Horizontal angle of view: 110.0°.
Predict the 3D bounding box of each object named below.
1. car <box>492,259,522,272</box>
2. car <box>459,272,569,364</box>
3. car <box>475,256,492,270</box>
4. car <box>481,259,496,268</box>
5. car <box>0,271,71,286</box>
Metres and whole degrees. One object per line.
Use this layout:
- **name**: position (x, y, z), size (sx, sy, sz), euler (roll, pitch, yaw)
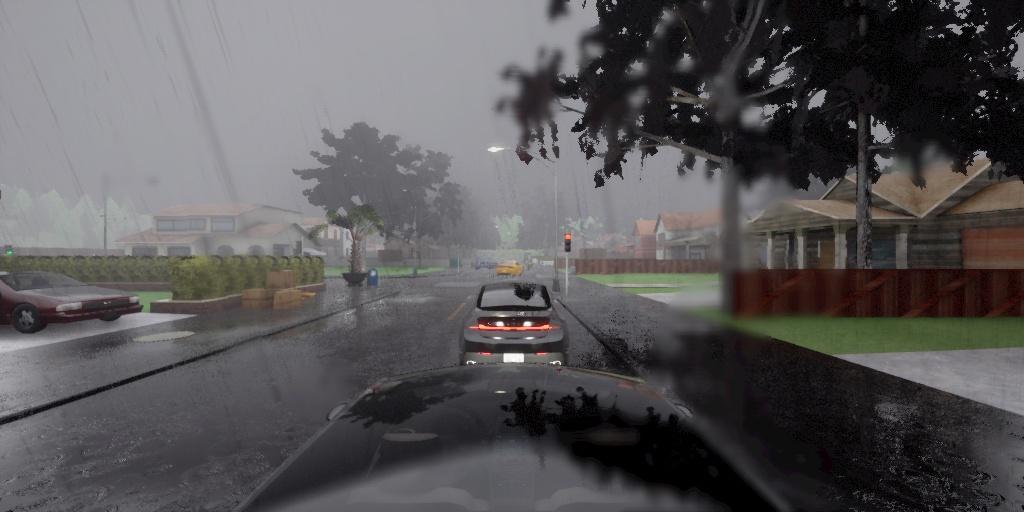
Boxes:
- **car**: position (-0.212, 1.228, 35.893), size (1.882, 1.535, 5.008), euler (1, 0, 12)
- **car**: position (0.046, 1.255, 7.667), size (1.837, 1.490, 4.892), euler (0, 0, 1)
- **car**: position (-4.072, 0.971, 52.269), size (2.150, 2.045, 5.566), euler (0, 0, 0)
- **car**: position (-4.039, 1.241, 62.319), size (2.128, 1.511, 4.902), euler (0, 0, 0)
- **car**: position (-36.651, 1.101, 26.775), size (4.553, 1.767, 2.097), euler (0, 0, 1)
